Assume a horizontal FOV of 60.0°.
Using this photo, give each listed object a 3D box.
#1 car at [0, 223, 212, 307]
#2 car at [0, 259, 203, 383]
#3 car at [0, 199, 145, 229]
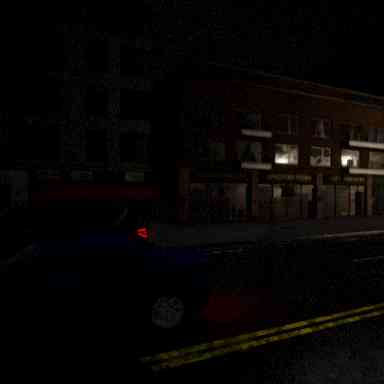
[{"bbox_3d":[-2.080,1.475,5.503,5.008,1.535,1.882,0,0,-26],"label":"car"},{"bbox_3d":[-2.385,1.491,1.494,4.902,1.511,2.128,0,0,-26],"label":"car"},{"bbox_3d":[-3.804,1.219,8.274,5.566,2.045,2.150,0,0,-26],"label":"car"}]
